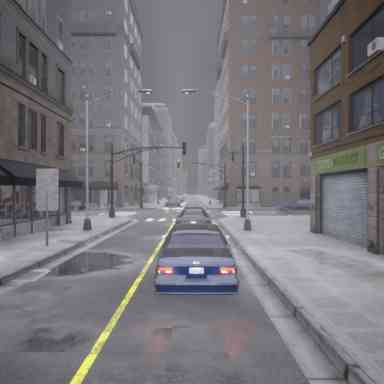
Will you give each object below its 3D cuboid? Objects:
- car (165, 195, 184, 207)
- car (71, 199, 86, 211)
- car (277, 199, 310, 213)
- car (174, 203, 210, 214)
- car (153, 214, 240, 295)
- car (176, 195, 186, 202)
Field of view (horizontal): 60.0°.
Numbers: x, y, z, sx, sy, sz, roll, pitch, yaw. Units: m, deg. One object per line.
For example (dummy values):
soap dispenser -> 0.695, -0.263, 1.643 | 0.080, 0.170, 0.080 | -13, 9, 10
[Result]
car -> -2.785, 1.351, 49.885 | 2.097, 1.767, 4.553 | 0, 0, 1
car -> -14.677, 1.539, 39.337 | 4.313, 1.339, 1.947 | 0, 0, 0
car -> 11.726, 1.527, 36.713 | 4.674, 1.442, 1.812 | 0, 0, 0
car -> 0.095, 1.563, 19.399 | 1.994, 1.385, 4.181 | 0, 0, 1
car -> 0.098, 1.547, 8.853 | 2.033, 1.411, 5.357 | 0, 0, 0
car -> -2.617, 1.528, 76.879 | 2.128, 1.511, 4.902 | 0, 0, 0
